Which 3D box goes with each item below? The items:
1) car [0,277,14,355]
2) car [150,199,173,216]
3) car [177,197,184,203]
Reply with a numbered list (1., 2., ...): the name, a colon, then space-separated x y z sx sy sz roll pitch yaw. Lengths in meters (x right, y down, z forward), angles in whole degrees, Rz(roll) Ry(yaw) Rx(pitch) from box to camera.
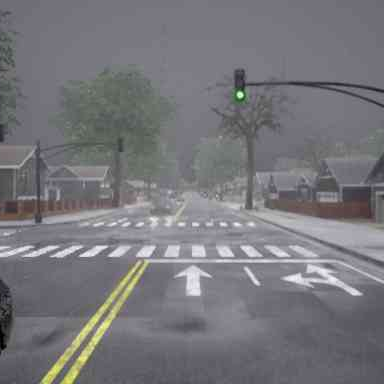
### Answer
1. car: -3.246 1.518 2.376 2.128 1.511 4.902 0 0 0
2. car: -3.188 1.534 35.472 2.097 1.767 4.553 0 -1 0
3. car: -3.080 2.170 90.286 1.994 1.385 4.181 0 0 0
